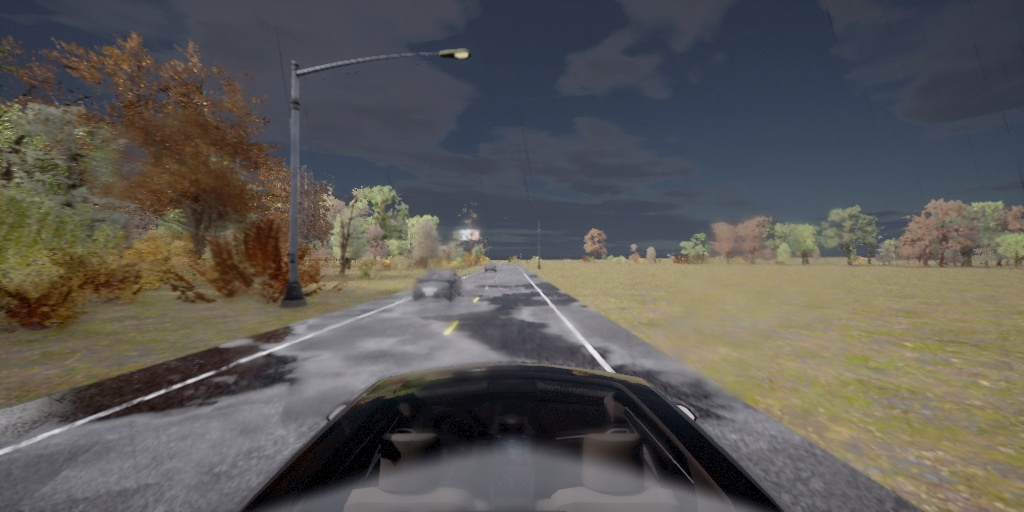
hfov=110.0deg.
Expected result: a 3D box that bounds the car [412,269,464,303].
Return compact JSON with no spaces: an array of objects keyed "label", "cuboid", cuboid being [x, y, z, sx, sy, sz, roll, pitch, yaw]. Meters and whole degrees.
[{"label":"car","cuboid":[-3.602,1.421,18.105,2.128,1.511,4.902,0,-1,0]}]

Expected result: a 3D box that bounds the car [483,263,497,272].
[{"label":"car","cuboid":[-3.555,1.882,58.971,1.837,1.490,4.892,0,-1,1]}]
